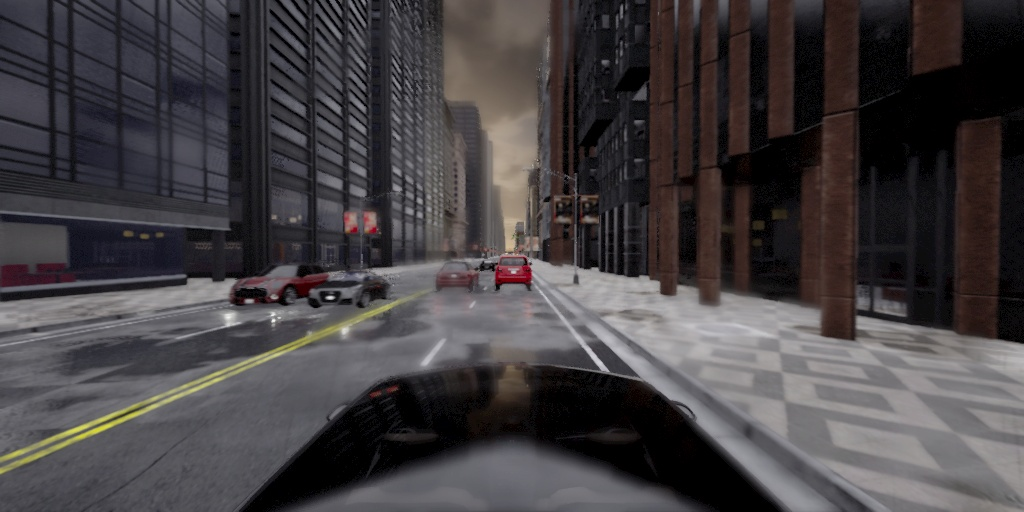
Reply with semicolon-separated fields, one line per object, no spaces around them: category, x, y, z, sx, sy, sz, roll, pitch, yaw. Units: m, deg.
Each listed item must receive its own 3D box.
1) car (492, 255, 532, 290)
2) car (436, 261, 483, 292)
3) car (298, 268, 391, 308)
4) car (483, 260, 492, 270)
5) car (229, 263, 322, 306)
car;0.093;0.980;22.542;2.150;2.045;5.566;0;0;0
car;-3.155;1.108;21.598;2.097;1.767;4.553;0;0;0
car;-6.583;1.318;14.967;1.994;1.385;4.181;0;0;0
car;-3.154;1.232;47.907;1.882;1.535;5.008;0;0;0
car;-9.831;1.106;15.673;2.097;1.767;4.553;0;0;0
